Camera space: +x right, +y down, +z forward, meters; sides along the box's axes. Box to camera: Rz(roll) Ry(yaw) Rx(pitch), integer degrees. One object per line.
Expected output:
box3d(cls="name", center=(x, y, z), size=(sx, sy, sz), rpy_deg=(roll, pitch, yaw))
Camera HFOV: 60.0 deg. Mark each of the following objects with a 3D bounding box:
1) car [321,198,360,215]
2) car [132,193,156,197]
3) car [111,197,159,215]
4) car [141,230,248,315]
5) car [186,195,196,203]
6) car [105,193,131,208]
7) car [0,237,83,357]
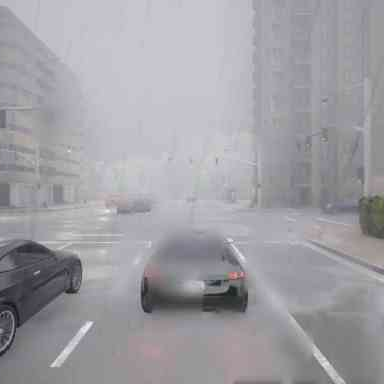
box3d(cls="car", center=(15.514, 1.352, 33.689), size=(4.553, 1.767, 2.097), rpy_deg=(0, 0, 1))
box3d(cls="car", center=(-7.203, 1.221, 50.638), size=(2.150, 2.045, 5.566), rpy_deg=(0, 0, 0))
box3d(cls="car", center=(-5.822, 1.564, 34.490), size=(1.994, 1.385, 4.181), rpy_deg=(0, 0, 36))
box3d(cls="car", center=(0.049, 1.564, 7.650), size=(1.994, 1.385, 4.181), rpy_deg=(0, 0, 0))
box3d(cls="car", center=(-0.150, 1.355, 72.566), size=(2.097, 1.767, 4.553), rpy_deg=(0, 0, 0))
box3d(cls="car", center=(-10.698, 1.221, 47.506), size=(2.150, 2.045, 5.566), rpy_deg=(0, 0, 0))
box3d(cls="car", center=(-3.460, 1.526, 5.848), size=(1.812, 1.442, 4.674), rpy_deg=(0, 0, 0))
